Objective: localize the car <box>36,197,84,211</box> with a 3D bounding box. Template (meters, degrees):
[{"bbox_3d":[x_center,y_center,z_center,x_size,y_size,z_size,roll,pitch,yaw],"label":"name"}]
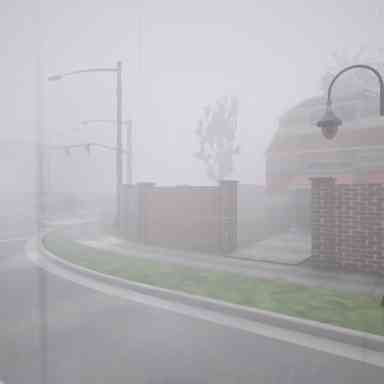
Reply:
[{"bbox_3d":[-14.990,1.373,38.642,1.837,1.490,4.892,0,1,36],"label":"car"}]

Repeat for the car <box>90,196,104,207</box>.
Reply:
[{"bbox_3d":[-12.321,1.268,47.977,1.837,1.490,4.892,0,1,37],"label":"car"}]

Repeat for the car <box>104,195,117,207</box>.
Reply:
[{"bbox_3d":[-9.412,1.285,46.028,1.812,1.442,4.674,0,1,37],"label":"car"}]

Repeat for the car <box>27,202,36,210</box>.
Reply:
[{"bbox_3d":[-17.720,1.397,40.829,1.812,1.442,4.674,0,1,37],"label":"car"}]
